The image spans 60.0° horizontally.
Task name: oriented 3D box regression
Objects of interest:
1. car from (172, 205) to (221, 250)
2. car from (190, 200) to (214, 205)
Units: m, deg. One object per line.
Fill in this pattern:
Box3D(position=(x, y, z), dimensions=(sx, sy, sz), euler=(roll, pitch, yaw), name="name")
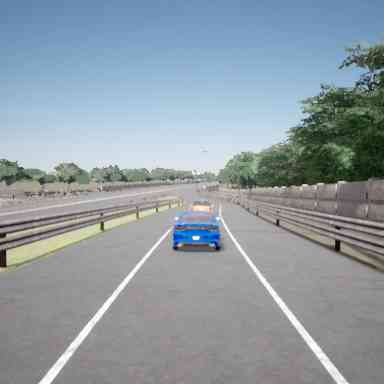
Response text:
Box3D(position=(0.224, 1.531, 14.574), dimensions=(1.882, 1.535, 5.008), euler=(0, 0, 2), name="car")
Box3D(position=(0.894, 1.477, 29.486), dimensions=(2.097, 1.767, 4.553), euler=(0, 0, 3), name="car")
